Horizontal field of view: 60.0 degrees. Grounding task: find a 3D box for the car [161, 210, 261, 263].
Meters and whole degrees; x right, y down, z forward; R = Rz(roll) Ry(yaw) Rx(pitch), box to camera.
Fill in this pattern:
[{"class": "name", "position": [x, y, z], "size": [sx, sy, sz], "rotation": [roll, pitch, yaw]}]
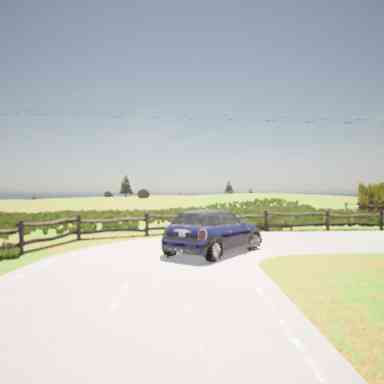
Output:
[{"class": "car", "position": [0.903, 1.473, 12.897], "size": [2.097, 1.767, 4.553], "rotation": [0, -1, 36]}]
